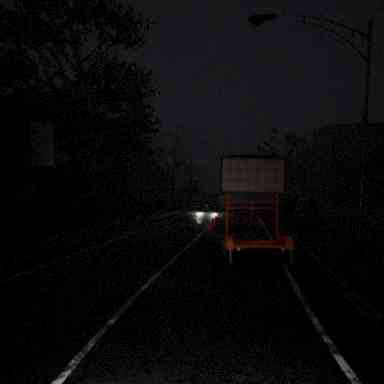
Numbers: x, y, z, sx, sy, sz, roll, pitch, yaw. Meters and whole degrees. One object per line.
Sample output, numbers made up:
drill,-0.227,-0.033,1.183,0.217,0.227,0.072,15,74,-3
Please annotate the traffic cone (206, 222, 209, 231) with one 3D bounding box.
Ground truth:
traffic cone,0.974,1.902,18.790,0.340,0.580,0.340,1,0,9

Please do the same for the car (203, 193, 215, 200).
car,4.055,1.049,78.477,2.128,1.511,4.902,0,0,-5

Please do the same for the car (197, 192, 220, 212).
car,1.984,1.085,38.058,2.150,2.045,5.566,1,0,9

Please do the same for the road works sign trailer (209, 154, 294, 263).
road works sign trailer,2.142,0.465,12.040,2.380,3.560,2.880,1,0,-5
